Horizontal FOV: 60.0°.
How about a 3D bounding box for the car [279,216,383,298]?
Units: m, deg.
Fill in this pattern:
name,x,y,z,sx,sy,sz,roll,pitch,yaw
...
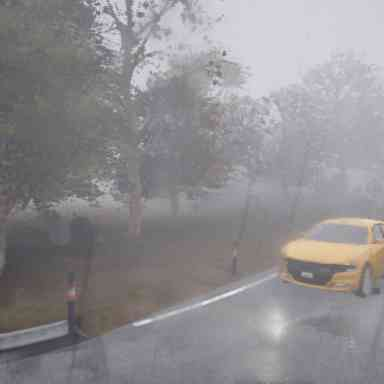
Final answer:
name,x,y,z,sx,sy,sz,roll,pitch,yaw
car,4.136,1.456,8.821,1.882,1.535,5.008,0,0,43
